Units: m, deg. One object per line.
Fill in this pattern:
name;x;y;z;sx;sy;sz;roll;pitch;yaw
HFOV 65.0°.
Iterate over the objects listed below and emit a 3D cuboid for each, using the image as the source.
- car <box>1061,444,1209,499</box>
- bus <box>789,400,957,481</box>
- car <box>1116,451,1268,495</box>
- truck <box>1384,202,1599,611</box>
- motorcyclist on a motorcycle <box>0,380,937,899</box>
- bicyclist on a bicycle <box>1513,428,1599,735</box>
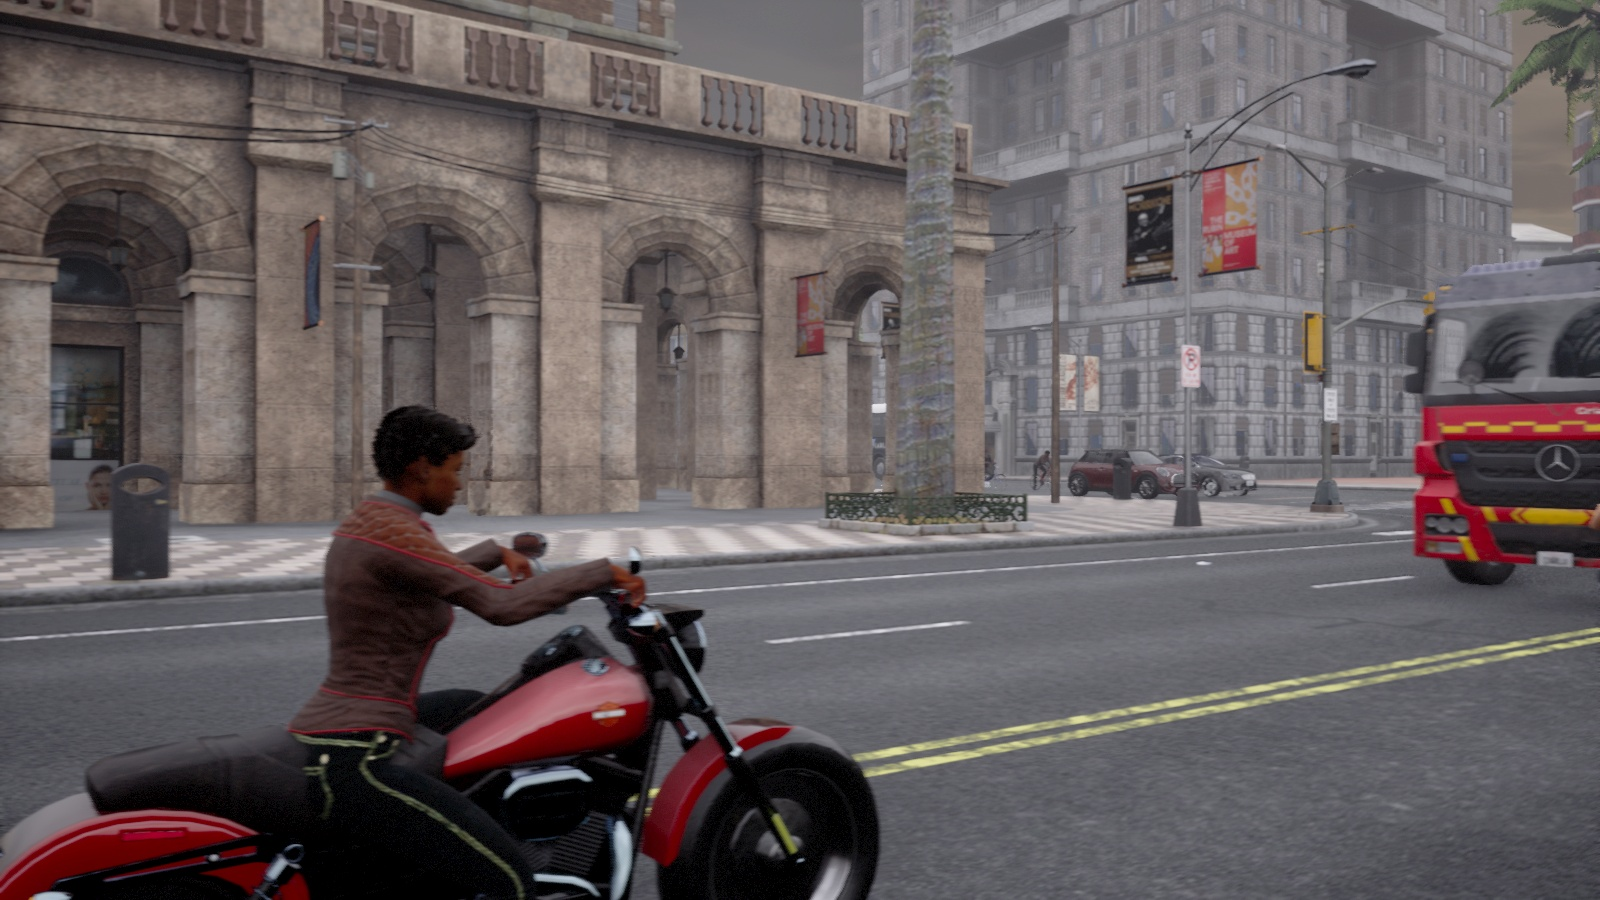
car;11.292;0.684;42.583;2.097;1.767;4.553;0;0;-35
bus;3.926;-0.465;71.297;3.944;4.253;10.273;0;0;-35
car;13.931;0.782;44.908;2.128;1.511;4.902;0;0;-35
truck;10.195;-0.404;15.074;8.468;3.827;2.891;0;0;-44
motorcyclist on a motorcycle;-0.806;0.705;3.099;2.350;1.649;0.766;0;0;-35
bicyclist on a bicycle;4.820;0.688;7.025;1.509;1.612;0.866;0;0;-35
